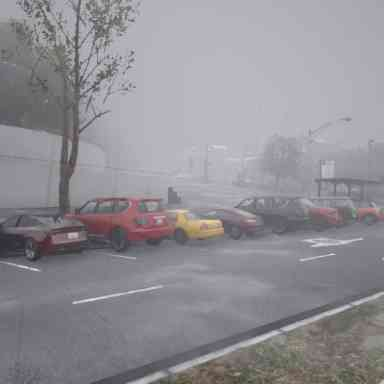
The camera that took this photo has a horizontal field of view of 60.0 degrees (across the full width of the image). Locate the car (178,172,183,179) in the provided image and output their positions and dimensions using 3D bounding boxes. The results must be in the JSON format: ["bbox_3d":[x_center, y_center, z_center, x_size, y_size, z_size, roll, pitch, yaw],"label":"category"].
[{"bbox_3d":[-1.553,-4.363,92.200,2.435,2.045,5.566,1,-1,34],"label":"car"}]

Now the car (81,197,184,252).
[{"bbox_3d":[-3.427,1.247,14.109,5.566,2.045,2.435,-1,-1,34],"label":"car"}]

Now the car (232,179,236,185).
[{"bbox_3d":[10.708,-2.317,75.153,2.002,1.452,4.674,7,3,35],"label":"car"}]

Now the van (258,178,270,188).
[{"bbox_3d":[15.860,-1.764,67.642,1.878,1.987,4.442,7,4,35],"label":"van"}]

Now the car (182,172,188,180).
[{"bbox_3d":[0.220,-4.085,89.853,2.185,1.767,4.553,4,1,33],"label":"car"}]

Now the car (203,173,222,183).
[{"bbox_3d":[5.599,-3.176,82.660,1.946,1.575,5.366,7,3,34],"label":"car"}]

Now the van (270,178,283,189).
[{"bbox_3d":[17.590,-1.491,65.171,1.878,1.987,4.442,7,4,35],"label":"van"}]

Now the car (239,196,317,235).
[{"bbox_3d":[3.924,1.262,19.326,5.566,2.045,2.435,-1,-1,35],"label":"car"}]

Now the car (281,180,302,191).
[{"bbox_3d":[19.352,-0.993,62.810,2.231,1.521,4.892,7,3,35],"label":"car"}]

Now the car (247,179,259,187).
[{"bbox_3d":[14.284,-1.812,70.372,1.946,1.575,5.366,7,3,35],"label":"car"}]

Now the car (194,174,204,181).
[{"bbox_3d":[3.747,-3.699,84.919,2.435,2.045,5.566,7,3,34],"label":"car"}]

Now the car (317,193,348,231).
[{"bbox_3d":[6.436,1.266,21.032,5.566,2.045,2.435,-1,-1,35],"label":"car"}]

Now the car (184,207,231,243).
[{"bbox_3d":[-1.108,1.502,15.938,5.366,1.575,1.946,-1,-1,35],"label":"car"}]

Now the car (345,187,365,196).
[{"bbox_3d":[26.258,0.136,52.955,2.002,1.452,4.674,7,3,35],"label":"car"}]

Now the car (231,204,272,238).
[{"bbox_3d":[1.497,1.548,17.567,4.674,1.452,2.002,-1,-1,35],"label":"car"}]

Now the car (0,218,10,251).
[{"bbox_3d":[-8.290,1.492,10.615,4.892,1.521,2.231,-1,-1,34],"label":"car"}]

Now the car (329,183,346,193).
[{"bbox_3d":[24.566,-0.427,55.427,2.435,2.045,5.566,7,3,35],"label":"car"}]

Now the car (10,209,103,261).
[{"bbox_3d":[-5.871,1.523,12.363,4.792,1.488,2.163,-1,-1,35],"label":"car"}]

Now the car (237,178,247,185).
[{"bbox_3d":[12.452,-2.044,72.692,2.002,1.452,4.674,7,4,35],"label":"car"}]

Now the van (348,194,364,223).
[{"bbox_3d":[8.974,1.296,22.703,4.442,1.987,1.878,-1,-1,35],"label":"van"}]

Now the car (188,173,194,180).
[{"bbox_3d":[1.951,-3.851,87.384,2.185,1.767,4.553,6,3,34],"label":"car"}]

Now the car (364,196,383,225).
[{"bbox_3d":[11.382,1.402,24.455,4.553,1.767,2.185,-1,-1,35],"label":"car"}]
